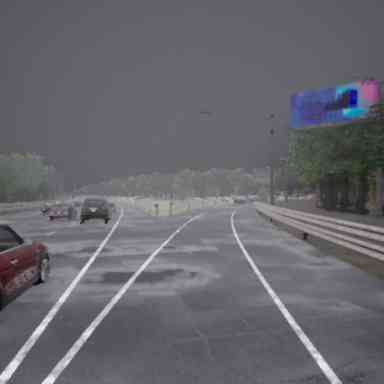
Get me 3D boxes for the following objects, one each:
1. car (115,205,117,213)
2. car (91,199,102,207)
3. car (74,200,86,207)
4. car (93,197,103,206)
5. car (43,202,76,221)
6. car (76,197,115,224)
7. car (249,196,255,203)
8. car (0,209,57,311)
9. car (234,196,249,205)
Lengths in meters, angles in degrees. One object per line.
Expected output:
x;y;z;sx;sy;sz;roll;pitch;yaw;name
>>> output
-11.177;2.091;44.945;2.033;1.411;5.357;0;-1;-11;car
-20.275;2.305;70.538;2.097;1.767;4.553;0;-1;-13;car
-24.172;2.465;71.829;1.882;1.535;5.008;0;-1;-13;car
-22.668;2.345;80.524;2.150;2.045;5.566;0;-1;-14;car
-11.927;1.906;31.073;2.033;1.411;5.357;0;-1;-11;car
-8.001;1.552;28.078;2.150;2.045;5.566;0;-1;-10;car
13.786;1.797;79.621;2.128;1.511;4.902;0;0;25;car
-4.494;1.413;6.806;2.097;1.767;4.553;0;-1;-9;car
10.183;1.852;70.114;1.882;1.535;5.008;0;0;20;car
